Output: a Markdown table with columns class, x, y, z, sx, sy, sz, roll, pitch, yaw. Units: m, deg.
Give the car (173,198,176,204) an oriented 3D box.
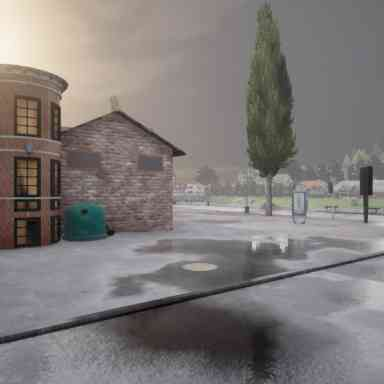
| class | x | y | z | sx | sy | sz | roll | pitch | yaw |
| --- | --- | --- | --- | --- | --- | --- | --- | --- | --- |
| car | -4.632 | 1.526 | 60.368 | 1.812 | 1.442 | 4.674 | 0 | 0 | -35 |
